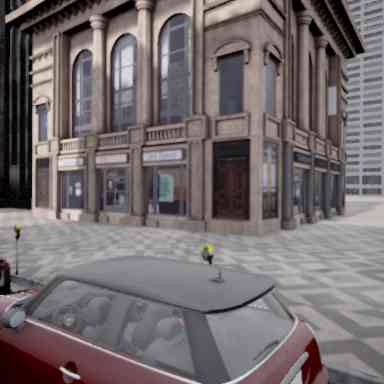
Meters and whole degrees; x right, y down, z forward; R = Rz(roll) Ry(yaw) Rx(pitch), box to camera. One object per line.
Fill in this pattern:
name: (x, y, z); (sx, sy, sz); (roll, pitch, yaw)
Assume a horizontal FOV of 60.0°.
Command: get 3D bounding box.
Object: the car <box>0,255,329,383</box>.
car: (-0.828, 1.431, 3.550); (4.097, 1.590, 1.967); (0, 0, 36)
